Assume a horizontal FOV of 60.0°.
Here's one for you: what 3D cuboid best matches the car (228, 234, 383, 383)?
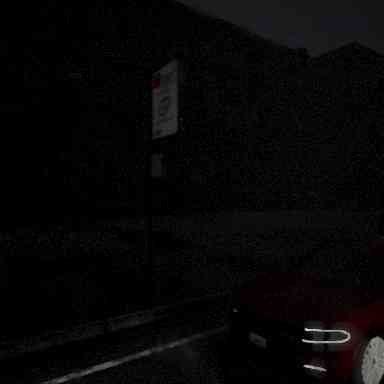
[{"bbox_3d":[2.813,1.475,5.385,5.008,1.535,1.882,0,0,-36],"label":"car"}]
